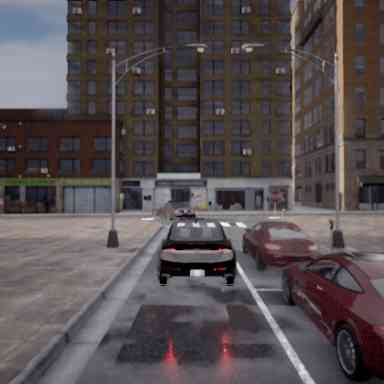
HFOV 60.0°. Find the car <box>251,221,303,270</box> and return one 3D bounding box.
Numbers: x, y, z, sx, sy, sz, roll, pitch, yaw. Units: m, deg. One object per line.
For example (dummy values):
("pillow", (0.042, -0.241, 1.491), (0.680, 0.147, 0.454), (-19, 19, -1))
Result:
("car", (2.661, 1.570, 10.574), (1.802, 1.307, 4.206), (1, 0, 0))

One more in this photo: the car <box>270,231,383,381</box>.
("car", (2.655, 1.576, 5.135), (1.802, 1.307, 4.206), (1, 0, 0))

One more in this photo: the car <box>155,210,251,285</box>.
("car", (0.111, 1.482, 9.418), (2.128, 1.511, 4.902), (0, 0, 0))

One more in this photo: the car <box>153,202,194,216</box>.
("car", (-1.505, 1.509, 26.607), (2.033, 1.411, 5.357), (0, -1, -24))
